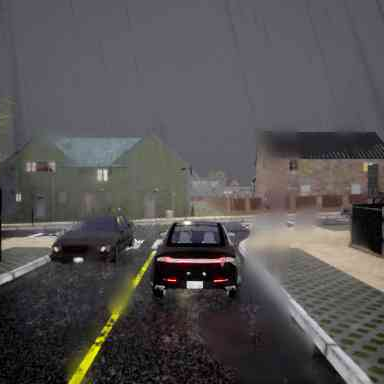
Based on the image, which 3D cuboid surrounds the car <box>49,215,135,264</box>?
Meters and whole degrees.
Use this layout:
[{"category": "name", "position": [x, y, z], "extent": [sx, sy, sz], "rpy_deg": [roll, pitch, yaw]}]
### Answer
[{"category": "car", "position": [-3.283, 1.548, 12.136], "extent": [2.033, 1.411, 5.357], "rpy_deg": [0, 0, -1]}]

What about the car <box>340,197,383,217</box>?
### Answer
[{"category": "car", "position": [12.671, 1.042, 21.743], "extent": [5.357, 1.411, 2.033], "rpy_deg": [-2, 0, 0]}]

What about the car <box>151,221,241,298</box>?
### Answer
[{"category": "car", "position": [0.134, 1.493, 8.537], "extent": [2.128, 1.511, 4.902], "rpy_deg": [0, 0, 2]}]
